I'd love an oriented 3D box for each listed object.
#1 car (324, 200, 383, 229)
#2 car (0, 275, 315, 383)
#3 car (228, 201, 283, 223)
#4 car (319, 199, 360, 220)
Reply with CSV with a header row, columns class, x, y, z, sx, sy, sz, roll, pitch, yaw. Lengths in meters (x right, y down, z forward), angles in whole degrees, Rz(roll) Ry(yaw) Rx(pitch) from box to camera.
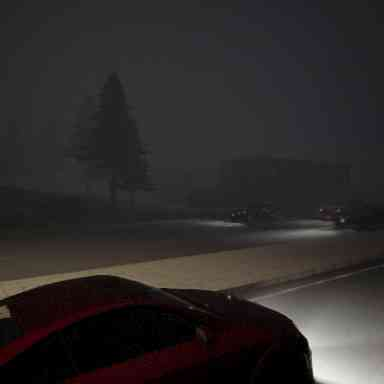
class,x,y,z,sx,sy,sz,roll,pitch,yaw
car,11.211,1.494,21.760,4.902,1.511,2.128,0,0,-35
car,-0.725,1.564,3.212,4.181,1.385,1.994,0,0,-36
car,4.998,1.507,25.947,4.892,1.490,1.837,1,0,-35
car,12.278,1.352,26.781,4.553,1.767,2.097,0,0,-35
